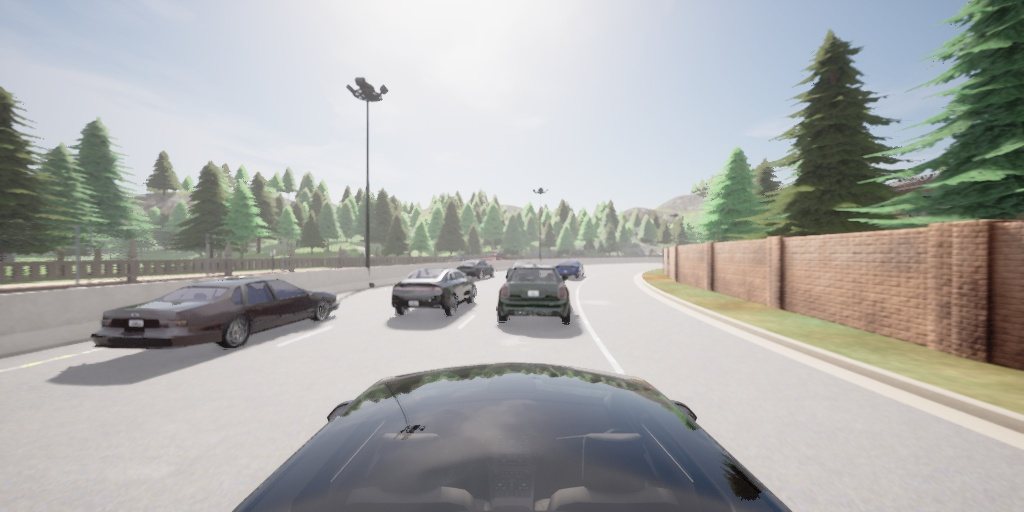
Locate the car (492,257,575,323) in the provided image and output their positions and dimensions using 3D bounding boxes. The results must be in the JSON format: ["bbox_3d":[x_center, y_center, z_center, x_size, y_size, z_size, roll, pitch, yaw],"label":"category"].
[{"bbox_3d":[0.816,1.037,11.996,2.097,1.767,4.553,0,0,6],"label":"car"}]

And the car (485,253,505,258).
[{"bbox_3d":[-2.552,0.662,48.942,2.150,2.045,5.566,0,0,27],"label":"car"}]

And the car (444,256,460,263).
[{"bbox_3d":[-8.063,0.755,53.390,2.097,1.767,4.553,0,0,29],"label":"car"}]

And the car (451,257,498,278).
[{"bbox_3d":[-2.825,1.074,28.956,1.837,1.490,4.892,0,0,16],"label":"car"}]

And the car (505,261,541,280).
[{"bbox_3d":[1.006,1.135,29.557,1.994,1.385,4.181,0,0,17],"label":"car"}]

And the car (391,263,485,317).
[{"bbox_3d":[-2.604,1.165,12.931,2.128,1.511,4.902,0,0,7],"label":"car"}]

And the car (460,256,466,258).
[{"bbox_3d":[-5.107,0.985,51.495,1.994,1.385,4.181,0,0,28],"label":"car"}]

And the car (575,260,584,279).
[{"bbox_3d":[4.963,1.049,30.425,1.882,1.535,5.008,0,0,18],"label":"car"}]

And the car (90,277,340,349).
[{"bbox_3d":[-6.564,1.241,8.948,2.033,1.411,5.357,0,0,4],"label":"car"}]
